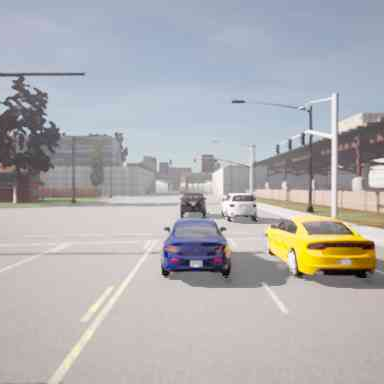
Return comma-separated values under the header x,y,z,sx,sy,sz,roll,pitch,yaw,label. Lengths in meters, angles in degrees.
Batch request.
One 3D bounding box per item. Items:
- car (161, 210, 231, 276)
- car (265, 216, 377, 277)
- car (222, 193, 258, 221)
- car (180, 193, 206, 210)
x,y,z,sx,sy,sz,roll,pitch,yaw,label
0.104,1.514,10.155,1.812,1.442,4.674,0,0,0,car
3.600,1.467,10.235,1.882,1.535,5.008,0,0,0,car
3.603,1.100,25.779,2.150,2.045,5.566,0,1,0,car
0.100,1.057,29.467,2.150,2.045,5.566,0,1,0,car
